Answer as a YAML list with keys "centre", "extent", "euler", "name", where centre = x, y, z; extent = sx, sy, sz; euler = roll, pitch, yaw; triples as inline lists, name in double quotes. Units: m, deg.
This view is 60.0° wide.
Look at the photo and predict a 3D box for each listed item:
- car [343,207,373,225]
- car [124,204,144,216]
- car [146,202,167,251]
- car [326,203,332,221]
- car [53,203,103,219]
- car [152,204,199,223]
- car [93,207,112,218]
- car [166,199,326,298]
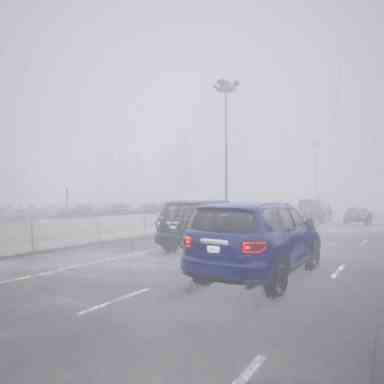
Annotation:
- centre: [13.977, 1.984, 27.972]
  extent: [2.033, 1.411, 5.357]
  euler: [0, -1, 33]
  name: "car"
- centre: [-4.272, 1.890, 32.288]
  extent: [1.837, 1.490, 4.892]
  euler: [0, -1, 33]
  name: "car"
- centre: [0.763, 1.349, 13.832]
  extent: [2.150, 2.045, 5.566]
  euler: [0, -1, 33]
  name: "car"
- centre: [11.042, 1.671, 29.879]
  extent: [2.150, 2.045, 5.566]
  euler: [0, -2, 33]
  name: "car"
- centre: [-11.539, 1.891, 33.924]
  extent: [1.812, 1.442, 4.674]
  euler: [0, -1, 33]
  name: "car"
- centre: [-1.398, 1.894, 30.286]
  extent: [1.812, 1.442, 4.674]
  euler: [0, -1, 33]
  name: "car"
- centre: [-7.876, 1.880, 33.152]
  extent: [1.837, 1.490, 4.892]
  euler: [0, -1, 33]
  name: "car"
- centre: [1.888, 1.297, 9.101]
  extent: [2.150, 2.045, 5.566]
  euler: [0, -1, 33]
  name: "car"
